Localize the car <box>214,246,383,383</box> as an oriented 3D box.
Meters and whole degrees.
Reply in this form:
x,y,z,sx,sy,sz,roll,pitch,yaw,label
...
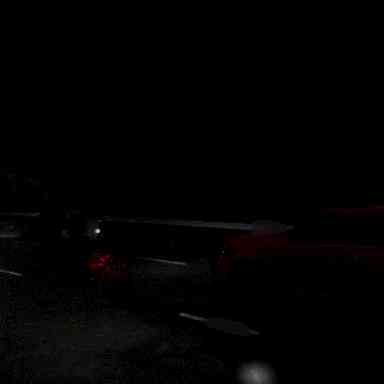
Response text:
x,y,z,sx,sy,sz,roll,pitch,yaw,label
2.625,1.486,2.009,4.902,1.511,2.128,0,0,35,car

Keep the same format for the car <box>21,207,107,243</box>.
x,y,z,sx,sy,sz,roll,pitch,yaw,label
-6.322,1.504,16.219,4.892,1.490,1.837,0,0,31,car

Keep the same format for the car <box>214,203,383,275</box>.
x,y,z,sx,sy,sz,roll,pitch,yaw,label
3.127,1.212,5.977,5.566,2.045,2.150,0,0,35,car
